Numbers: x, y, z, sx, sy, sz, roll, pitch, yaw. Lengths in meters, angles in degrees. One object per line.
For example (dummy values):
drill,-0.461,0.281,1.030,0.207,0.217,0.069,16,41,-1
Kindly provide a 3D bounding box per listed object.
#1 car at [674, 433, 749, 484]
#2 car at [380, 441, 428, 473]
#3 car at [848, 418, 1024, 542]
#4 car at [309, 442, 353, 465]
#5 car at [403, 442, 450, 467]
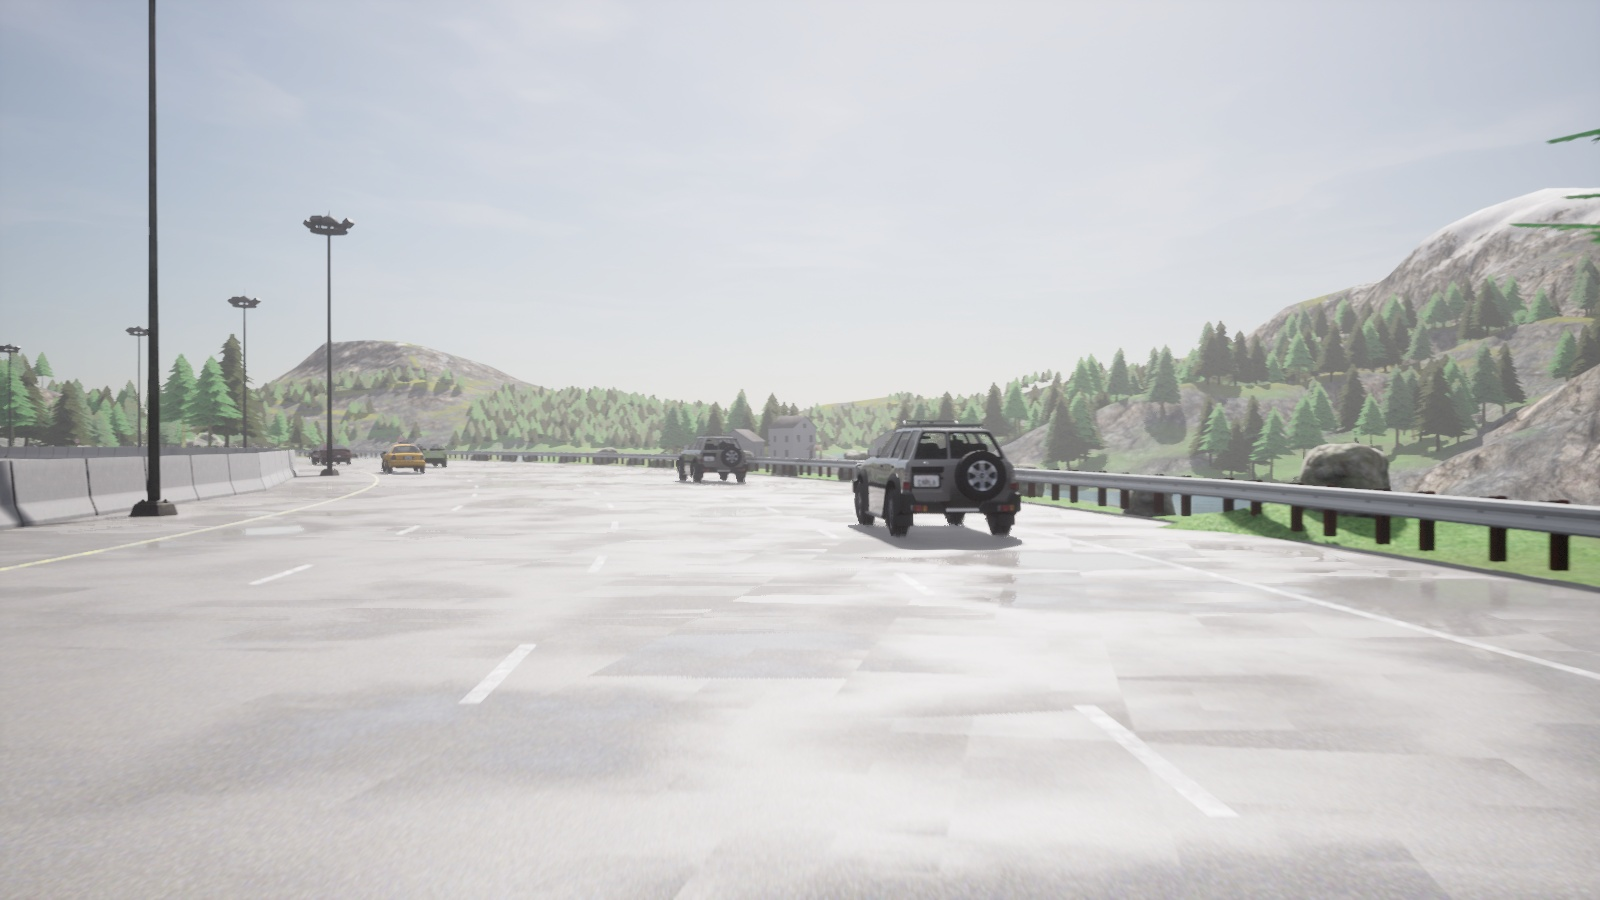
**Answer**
car,-3.453,0.290,48.273,1.932,1.855,4.605,0,0,-16
car,-20.243,0.316,64.078,1.801,1.575,5.366,0,0,-23
car,2.148,0.444,21.263,1.932,1.855,4.605,0,0,-7
car,-33.000,0.213,88.226,1.882,1.535,5.008,0,0,-32
car,-23.495,0.238,78.920,2.007,1.525,4.514,0,0,-28
